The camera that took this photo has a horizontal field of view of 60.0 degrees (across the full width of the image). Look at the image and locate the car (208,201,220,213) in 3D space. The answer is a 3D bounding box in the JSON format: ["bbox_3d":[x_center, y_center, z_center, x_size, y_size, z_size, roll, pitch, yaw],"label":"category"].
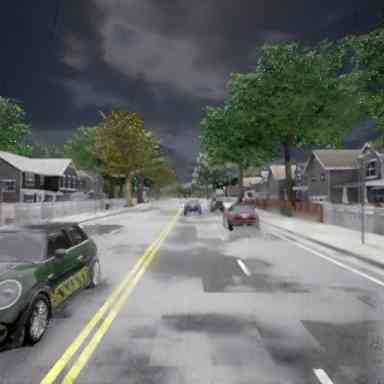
[{"bbox_3d":[3.343,1.979,45.025,1.837,1.490,4.892,0,-1,0],"label":"car"}]

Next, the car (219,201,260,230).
[{"bbox_3d":[3.344,1.613,23.246,2.097,1.767,4.553,0,-1,0],"label":"car"}]

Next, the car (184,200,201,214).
[{"bbox_3d":[0.093,1.793,41.428,2.097,1.767,4.553,0,-1,0],"label":"car"}]

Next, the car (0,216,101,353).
[{"bbox_3d":[-3.341,1.426,6.452,2.097,1.767,4.553,0,-1,0],"label":"car"}]
